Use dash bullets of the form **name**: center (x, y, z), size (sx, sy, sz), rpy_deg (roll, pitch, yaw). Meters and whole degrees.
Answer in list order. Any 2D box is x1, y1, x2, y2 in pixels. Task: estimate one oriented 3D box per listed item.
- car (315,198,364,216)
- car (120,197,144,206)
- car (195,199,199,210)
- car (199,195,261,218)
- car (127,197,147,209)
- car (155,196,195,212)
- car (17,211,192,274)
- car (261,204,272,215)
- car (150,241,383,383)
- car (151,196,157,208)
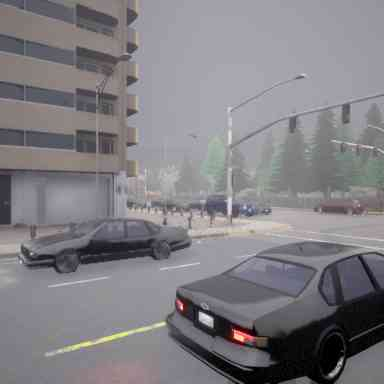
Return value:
- **car**: center (14.952, 1.408, 34.030), size (2.097, 1.767, 4.553), rpy_deg (0, 0, -41)
- **car**: center (-10.339, 1.603, 56.893), size (2.033, 1.411, 5.357), rpy_deg (0, 0, -35)
- **car**: center (1.077, 1.581, 40.976), size (1.812, 1.442, 4.674), rpy_deg (0, 0, -36)
- **car**: center (3.488, 1.277, 31.624), size (2.150, 2.045, 5.566), rpy_deg (0, 0, -36)
- **car**: center (-8.185, 1.560, 47.846), size (1.837, 1.490, 4.892), rpy_deg (0, 0, -36)
- **car**: center (-2.106, 1.560, 39.393), size (1.837, 1.490, 4.892), rpy_deg (0, 0, -36)
- **car**: center (-2.562, 1.547, 10.758), size (5.357, 1.411, 2.033), rpy_deg (0, 0, -35)
- **car**: center (6.110, 1.619, 33.974), size (1.994, 1.385, 4.181), rpy_deg (0, 0, -36)
- **car**: center (2.217, 1.547, 5.361), size (5.357, 1.411, 2.033), rpy_deg (0, 0, -35)
- **car**: center (-4.164, 1.407, 48.252), size (2.097, 1.767, 4.553), rpy_deg (0, 0, -36)
